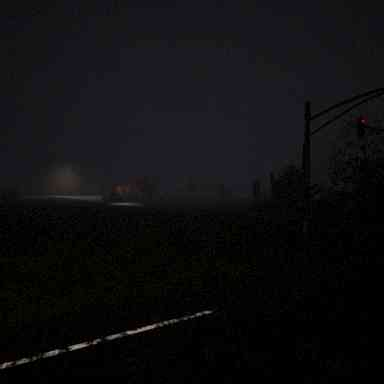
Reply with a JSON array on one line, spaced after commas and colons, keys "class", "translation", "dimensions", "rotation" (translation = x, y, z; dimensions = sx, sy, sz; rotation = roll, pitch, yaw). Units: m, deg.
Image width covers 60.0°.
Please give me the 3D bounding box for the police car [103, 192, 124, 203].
[{"class": "police car", "translation": [-11.755, 0.822, 49.828], "dimensions": [2.038, 1.542, 4.974], "rotation": [1, 0, -32]}]
